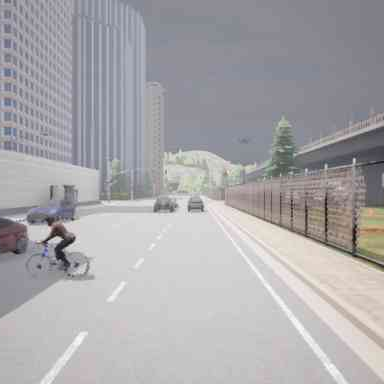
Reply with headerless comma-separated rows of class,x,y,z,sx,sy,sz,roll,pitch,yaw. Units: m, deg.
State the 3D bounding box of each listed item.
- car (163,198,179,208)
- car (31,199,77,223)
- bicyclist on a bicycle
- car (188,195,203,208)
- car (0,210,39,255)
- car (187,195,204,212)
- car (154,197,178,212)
car,-3.039,1.601,48.256,1.895,1.301,4.718,0,0,1
car,-10.380,1.352,24.925,2.097,1.767,4.553,0,0,1
bicyclist on a bicycle,-3.500,1.454,8.641,1.656,1.620,0.582,-2,0,0
car,0.517,1.352,49.419,2.097,1.767,4.553,0,0,1
car,-7.011,1.526,10.669,1.812,1.442,4.674,0,0,1
car,0.431,1.491,39.121,2.128,1.511,4.902,0,0,0
car,-3.102,1.352,38.173,2.097,1.767,4.553,0,0,1
